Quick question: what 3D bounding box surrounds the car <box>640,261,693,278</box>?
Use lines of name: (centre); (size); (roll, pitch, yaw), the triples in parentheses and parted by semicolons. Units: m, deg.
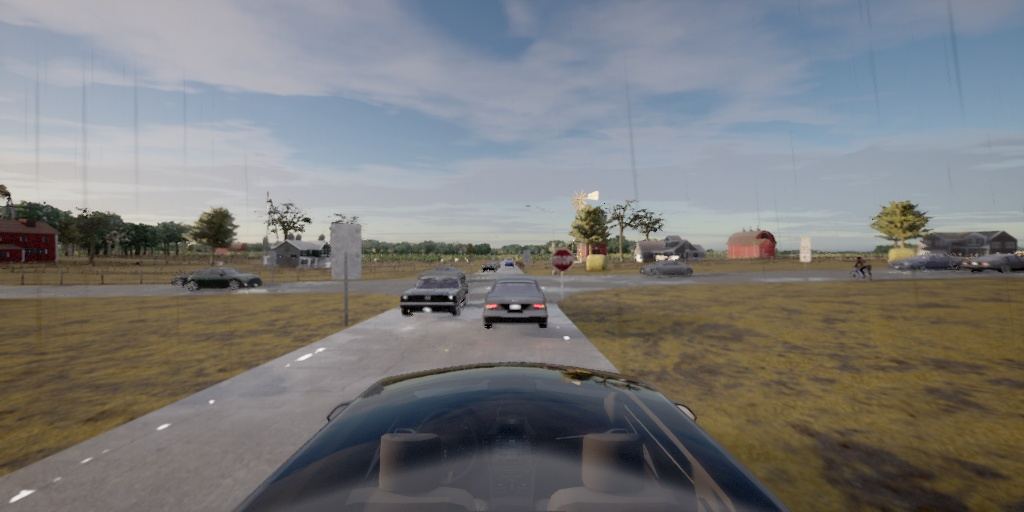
car: (13.322, 1.097, 31.026); (4.181, 1.385, 1.994); (-1, 1, 2)

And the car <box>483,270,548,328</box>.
car: (0.129, 1.350, 11.595); (2.033, 1.411, 5.357); (0, 0, 1)

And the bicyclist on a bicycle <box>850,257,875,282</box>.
bicyclist on a bicycle: (22.800, 0.866, 23.384); (0.582, 1.620, 1.656); (-1, -1, 0)

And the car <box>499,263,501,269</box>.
car: (-3.212, 1.699, 59.463); (1.895, 1.301, 4.718); (0, 0, 0)

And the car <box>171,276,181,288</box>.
car: (-26.295, 1.874, 30.795); (4.892, 1.490, 1.837); (-1, 1, 0)

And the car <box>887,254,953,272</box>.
car: (35.954, 0.559, 31.024); (5.357, 1.411, 2.033); (-1, 1, 0)

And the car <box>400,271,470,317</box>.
car: (-2.734, 1.413, 13.585); (1.895, 1.301, 4.718); (0, 0, -2)

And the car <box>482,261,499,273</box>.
car: (-3.115, 1.633, 49.810); (1.895, 1.301, 4.718); (0, 0, -1)

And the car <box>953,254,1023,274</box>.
car: (37.751, 0.572, 27.335); (5.357, 1.411, 2.033); (-1, 1, 0)

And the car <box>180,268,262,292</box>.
car: (-21.612, 1.679, 27.109); (4.553, 1.767, 2.097); (-1, 1, 0)

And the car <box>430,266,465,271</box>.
car: (-6.041, 1.551, 30.887); (4.181, 1.385, 1.994); (-1, 1, 0)
